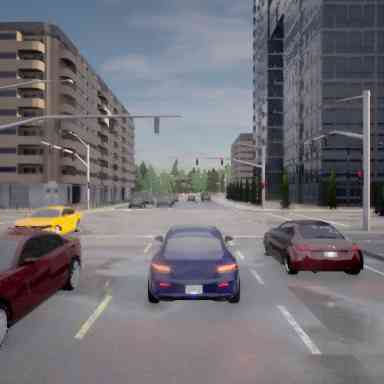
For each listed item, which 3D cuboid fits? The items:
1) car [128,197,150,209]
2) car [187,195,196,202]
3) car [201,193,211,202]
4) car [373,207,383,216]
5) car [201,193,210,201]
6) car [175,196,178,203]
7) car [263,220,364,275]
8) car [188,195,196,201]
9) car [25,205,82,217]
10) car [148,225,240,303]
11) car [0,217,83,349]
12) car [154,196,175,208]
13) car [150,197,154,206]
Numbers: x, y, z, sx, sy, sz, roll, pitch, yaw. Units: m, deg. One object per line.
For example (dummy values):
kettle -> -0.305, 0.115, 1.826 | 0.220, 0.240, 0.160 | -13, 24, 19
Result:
car -> -7.500, 1.505, 46.022 | 1.837, 1.490, 4.892 | 0, 0, 1
car -> -0.151, 1.540, 77.431 | 2.033, 1.411, 5.357 | 0, 0, 1
car -> 3.350, 1.355, 77.639 | 2.097, 1.767, 4.553 | 0, 0, 1
car -> 19.459, 1.656, 30.678 | 4.718, 1.301, 1.895 | 0, 0, 0
car -> 3.459, 1.225, 87.802 | 2.150, 2.045, 5.566 | 0, 0, 1
car -> -3.935, 1.526, 58.471 | 1.812, 1.442, 4.674 | 0, 0, 1
car -> 3.556, 1.564, 10.496 | 1.994, 1.385, 4.181 | 0, 0, 0
car -> -0.041, 1.525, 87.775 | 2.128, 1.511, 4.902 | 0, 0, 1
car -> -7.149, 1.478, 16.975 | 1.882, 1.535, 5.008 | 0, 0, 0
car -> 0.047, 1.526, 8.073 | 1.812, 1.442, 4.674 | 0, 0, 0
car -> -3.613, 1.477, 6.183 | 1.882, 1.535, 5.008 | 0, 0, 0
car -> -3.989, 1.352, 48.984 | 2.097, 1.767, 4.553 | 0, 0, 0
car -> -7.456, 1.563, 56.018 | 1.994, 1.385, 4.181 | 0, 0, 1
